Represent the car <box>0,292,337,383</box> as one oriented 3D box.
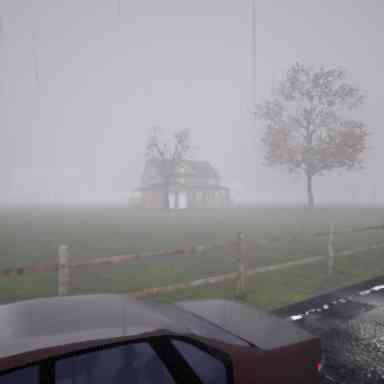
[{"bbox_3d":[-1.252,1.564,2.183,5.357,1.411,2.033,0,0,-35],"label":"car"}]
